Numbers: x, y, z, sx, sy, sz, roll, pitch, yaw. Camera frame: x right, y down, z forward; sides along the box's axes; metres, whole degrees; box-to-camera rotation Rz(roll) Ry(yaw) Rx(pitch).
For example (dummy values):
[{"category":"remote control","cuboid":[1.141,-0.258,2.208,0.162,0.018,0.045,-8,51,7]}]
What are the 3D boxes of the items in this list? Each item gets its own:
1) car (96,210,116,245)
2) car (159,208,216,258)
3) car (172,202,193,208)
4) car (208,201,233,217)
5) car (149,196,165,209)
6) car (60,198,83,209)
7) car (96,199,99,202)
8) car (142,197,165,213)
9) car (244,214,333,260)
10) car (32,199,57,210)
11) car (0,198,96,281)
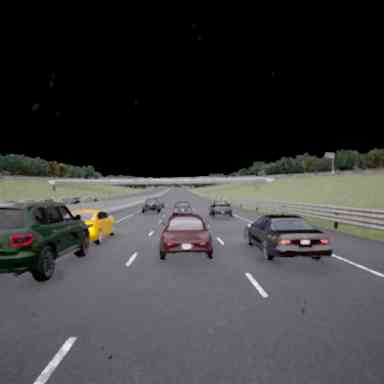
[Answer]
[{"category":"car","cuboid":[-5.015,1.571,16.126,1.882,1.535,5.008,-1,0,-2]},{"category":"car","cuboid":[-0.242,1.556,12.787,1.812,1.442,4.674,-1,0,-2]},{"category":"car","cuboid":[-0.897,1.646,31.444,2.033,1.411,5.357,-1,0,-2]},{"category":"car","cuboid":[2.608,1.551,31.291,2.128,1.511,4.902,-1,0,-2]},{"category":"car","cuboid":[-5.185,1.536,49.662,2.097,1.767,4.553,-1,0,-2]},{"category":"car","cuboid":[-19.425,1.831,53.758,2.128,1.511,4.902,-1,0,-2]},{"category":"car","cuboid":[-15.870,1.807,52.307,1.837,1.490,4.892,-1,0,-2]},{"category":"car","cuboid":[-4.767,1.521,40.046,2.097,1.767,4.553,-1,0,-2]},{"category":"car","cuboid":[3.264,1.538,12.323,2.033,1.411,5.357,-1,0,-2]},{"category":"car","cuboid":[-22.842,1.906,51.649,1.812,1.442,4.674,-1,0,-2]},{"category":"car","cuboid":[-4.822,1.299,10.154,2.150,2.045,5.566,-1,0,-2]}]
